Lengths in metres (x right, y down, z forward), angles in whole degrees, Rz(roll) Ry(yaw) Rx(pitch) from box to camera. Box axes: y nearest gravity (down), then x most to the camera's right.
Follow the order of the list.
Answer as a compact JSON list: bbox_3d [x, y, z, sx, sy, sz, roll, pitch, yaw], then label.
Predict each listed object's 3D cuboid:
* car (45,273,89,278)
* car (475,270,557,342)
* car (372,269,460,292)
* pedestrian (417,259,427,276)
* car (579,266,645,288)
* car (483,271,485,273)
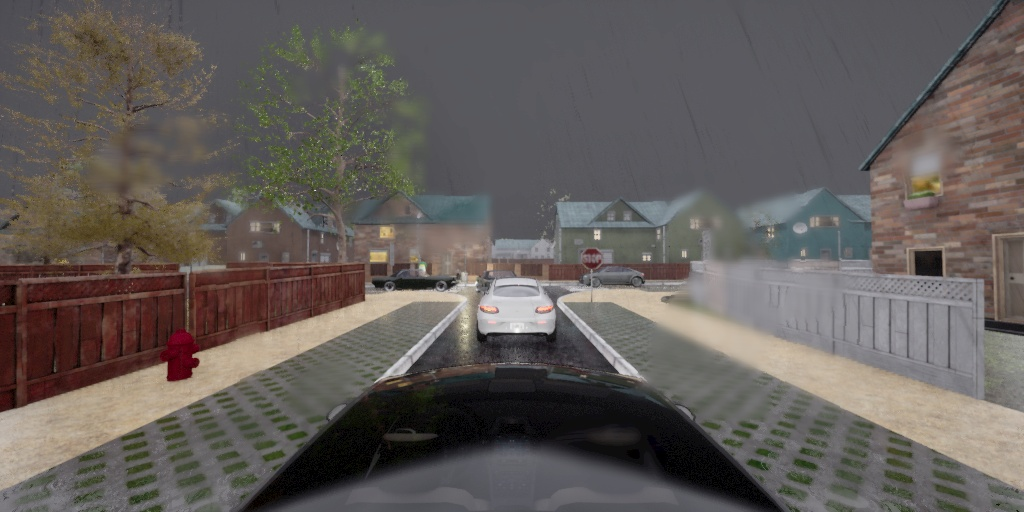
[{"bbox_3d":[-25.607,1.631,21.173,4.718,1.301,1.895,-1,-1,1],"label":"car"},{"bbox_3d":[0.103,1.279,9.700,1.812,1.442,4.674,0,0,0],"label":"car"},{"bbox_3d":[-5.482,1.415,20.904,4.718,1.301,1.895,-1,-1,1],"label":"car"},{"bbox_3d":[-6.700,1.117,26.789,0.375,1.860,0.375,0,-1,1],"label":"pedestrian"},{"bbox_3d":[6.539,1.343,23.694,4.181,1.385,1.994,0,-1,1],"label":"car"},{"bbox_3d":[-0.756,1.365,18.519,1.895,1.301,4.718,0,-1,-12],"label":"car"}]
